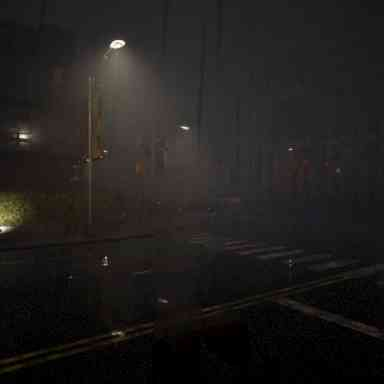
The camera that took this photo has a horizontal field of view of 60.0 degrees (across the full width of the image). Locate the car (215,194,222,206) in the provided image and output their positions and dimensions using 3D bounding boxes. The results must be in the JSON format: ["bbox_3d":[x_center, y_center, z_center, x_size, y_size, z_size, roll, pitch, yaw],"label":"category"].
[{"bbox_3d":[1.744,1.478,49.483,1.882,1.535,5.008,0,0,-35],"label":"car"}]

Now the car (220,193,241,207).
[{"bbox_3d":[5.002,1.221,50.901,2.150,2.045,5.566,0,0,-34],"label":"car"}]

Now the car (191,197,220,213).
[{"bbox_3d":[0.670,1.564,36.667,1.994,1.385,4.181,0,0,-35],"label":"car"}]

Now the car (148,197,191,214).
[{"bbox_3d":[-2.414,1.526,34.972,1.812,1.442,4.674,0,0,-35],"label":"car"}]

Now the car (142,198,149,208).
[{"bbox_3d":[-5.130,1.492,45.096,2.128,1.511,4.902,0,0,-34],"label":"car"}]
